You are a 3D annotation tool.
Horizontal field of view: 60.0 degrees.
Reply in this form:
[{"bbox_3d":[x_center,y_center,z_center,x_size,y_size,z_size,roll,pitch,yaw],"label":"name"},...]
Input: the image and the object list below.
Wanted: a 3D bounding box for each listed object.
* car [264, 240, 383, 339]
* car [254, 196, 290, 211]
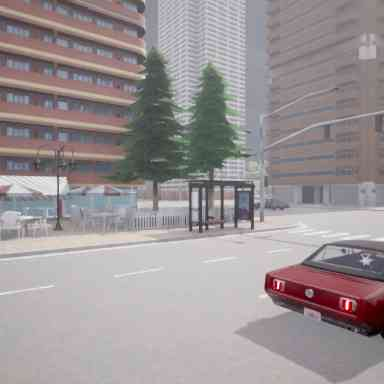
[{"bbox_3d":[3.663,1.601,6.421,4.718,1.301,1.895,0,0,-36],"label":"car"},{"bbox_3d":[9.971,1.603,42.741,2.033,1.411,5.357,0,0,-36],"label":"car"}]
